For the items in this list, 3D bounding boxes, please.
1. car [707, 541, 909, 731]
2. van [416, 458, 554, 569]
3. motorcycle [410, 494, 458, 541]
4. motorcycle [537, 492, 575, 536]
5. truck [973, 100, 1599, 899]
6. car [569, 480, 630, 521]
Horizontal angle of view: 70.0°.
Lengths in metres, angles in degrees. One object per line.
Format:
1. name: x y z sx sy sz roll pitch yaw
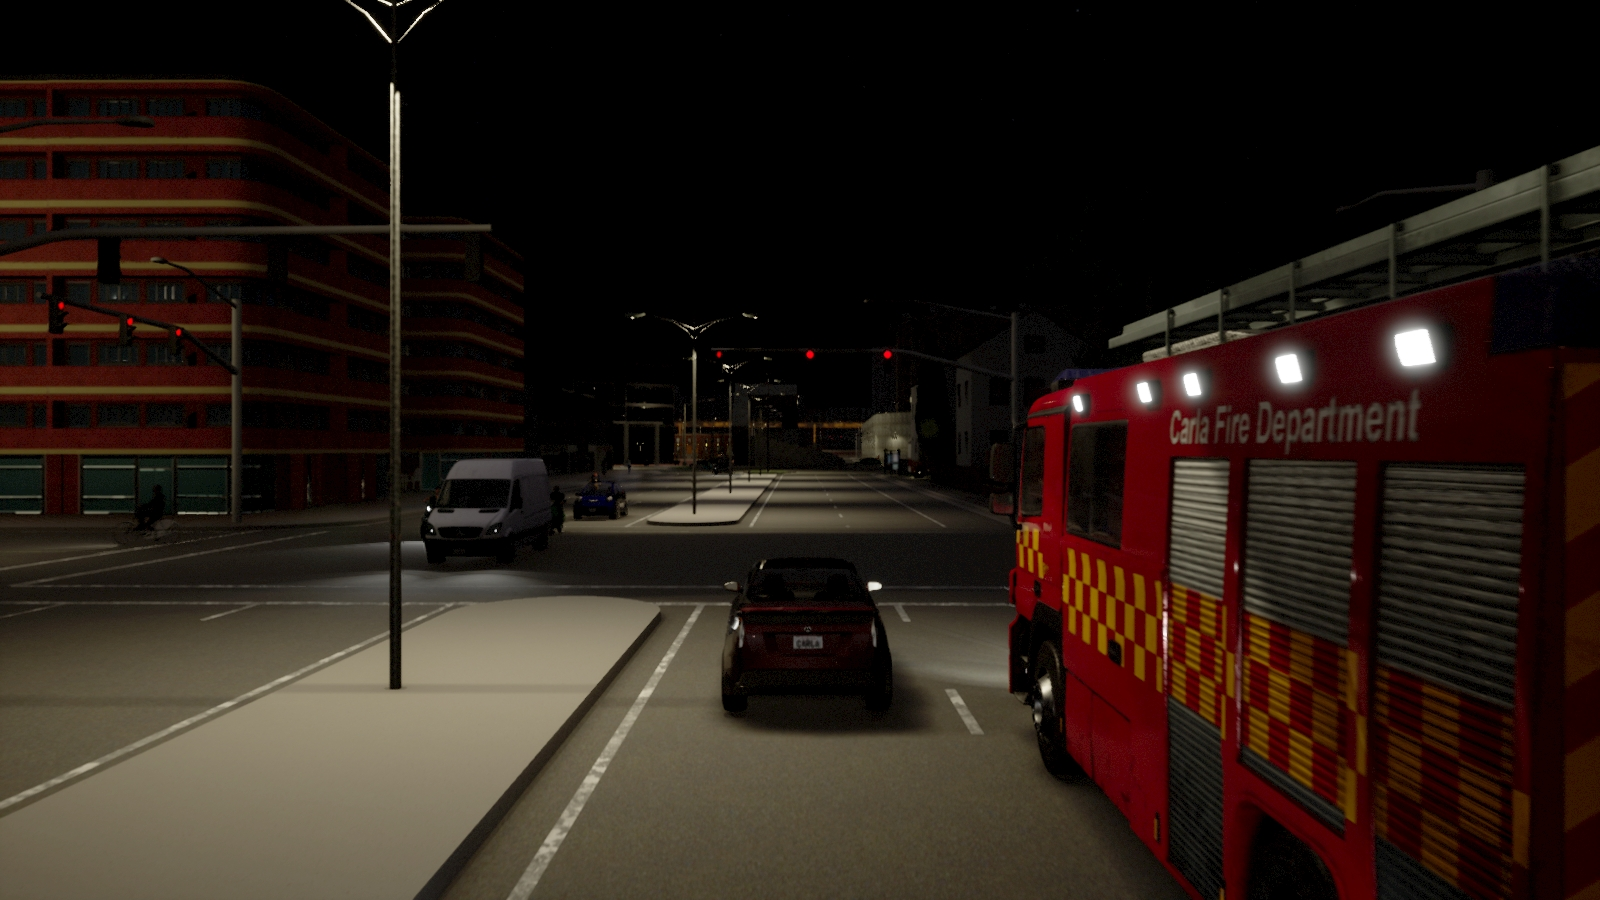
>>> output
1. car: 0.053 2.027 13.629 2.007 1.525 4.514 0 0 -1
2. van: -8.032 1.508 29.799 1.988 2.561 5.915 0 0 0
3. motorcycle: -11.535 2.112 36.102 0.764 1.332 2.356 0 0 0
4. motorcycle: -8.018 2.098 37.569 0.856 1.341 1.805 0 0 0
5. truck: 3.235 0.883 7.590 2.891 3.827 8.468 0 0 0
6. car: -8.036 1.999 46.086 1.845 1.501 3.633 0 0 0
